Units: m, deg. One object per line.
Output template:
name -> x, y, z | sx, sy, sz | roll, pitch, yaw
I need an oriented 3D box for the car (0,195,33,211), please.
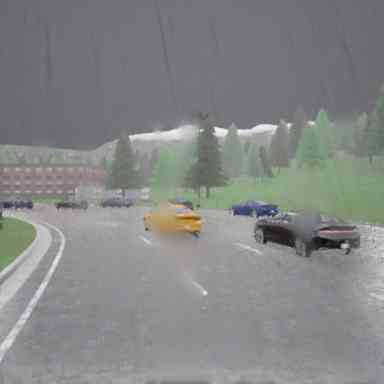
car -> -20.898, 1.188, 38.974 | 4.553, 1.767, 2.097 | 0, 1, 28

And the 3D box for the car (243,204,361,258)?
car -> 4.106, 1.450, 12.705 | 2.128, 1.511, 4.902 | 0, 0, -16

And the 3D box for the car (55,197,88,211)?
car -> -14.130, 1.369, 39.020 | 4.674, 1.442, 1.812 | 0, 0, 34

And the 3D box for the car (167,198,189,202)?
car -> -1.744, 1.384, 31.987 | 1.837, 1.490, 4.892 | 1, -1, -37

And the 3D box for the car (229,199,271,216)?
car -> 5.106, 1.381, 28.142 | 1.882, 1.535, 5.008 | 0, 0, -28

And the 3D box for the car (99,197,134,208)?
car -> -10.154, 1.374, 44.752 | 5.357, 1.411, 2.033 | 0, 0, 36

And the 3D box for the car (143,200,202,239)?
car -> -1.167, 1.413, 17.283 | 1.882, 1.535, 5.008 | 0, 0, -22
